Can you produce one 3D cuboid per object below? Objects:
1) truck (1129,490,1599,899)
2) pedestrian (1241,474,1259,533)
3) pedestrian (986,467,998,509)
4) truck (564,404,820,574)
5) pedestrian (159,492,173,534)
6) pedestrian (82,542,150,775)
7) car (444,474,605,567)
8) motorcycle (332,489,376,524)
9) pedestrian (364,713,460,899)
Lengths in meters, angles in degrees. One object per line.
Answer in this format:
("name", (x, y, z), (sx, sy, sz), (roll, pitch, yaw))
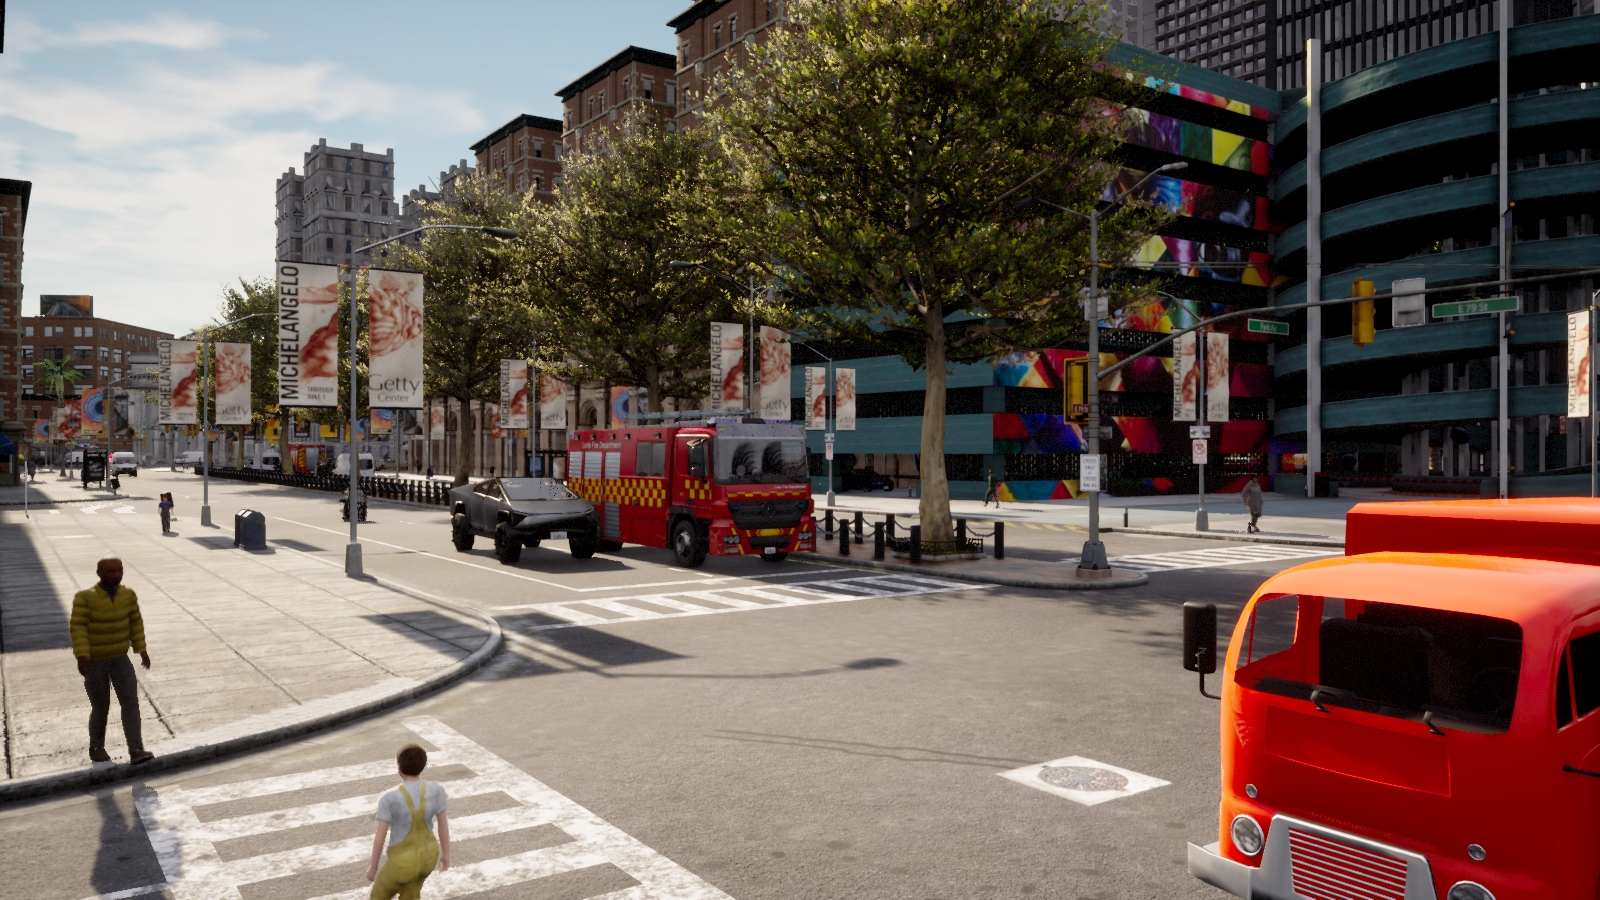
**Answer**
("truck", (4.832, 1.567, 7.165), (5.204, 2.467, 2.627), (0, 0, -35))
("pedestrian", (14.199, 1.687, 36.033), (0.375, 1.860, 0.375), (0, 0, -15))
("pedestrian", (8.589, 1.683, 51.085), (0.375, 1.860, 0.375), (0, 0, -33))
("truck", (-3.137, 0.885, 30.043), (2.891, 3.827, 8.468), (0, 0, -35))
("pedestrian", (-20.031, 1.974, 36.084), (0.375, 1.300, 0.375), (0, 0, -29))
("pedestrian", (-5.733, 1.724, 9.579), (0.375, 1.860, 0.375), (0, 0, 38))
("car", (-7.523, 1.749, 30.614), (2.390, 2.098, 6.274), (0, 0, -31))
("motorcycle", (-17.538, 2.201, 44.861), (0.867, 1.251, 2.209), (2, -1, -42))
("pedestrian", (-2.087, 2.127, 6.145), (0.375, 1.300, 0.375), (0, 0, -40))
